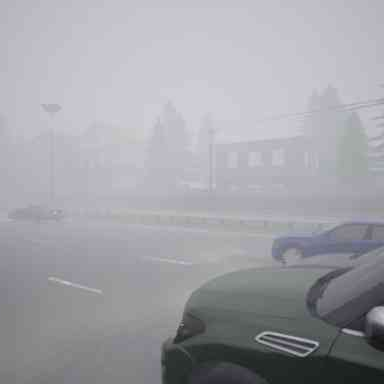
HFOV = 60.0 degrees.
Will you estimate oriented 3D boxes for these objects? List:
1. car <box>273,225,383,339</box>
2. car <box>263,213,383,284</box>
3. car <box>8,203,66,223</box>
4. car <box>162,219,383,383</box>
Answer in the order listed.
[{"bbox_3d":[4.006,1.504,5.432,4.892,1.490,1.837,0,0,36],"label":"car"},{"bbox_3d":[4.708,1.478,9.233,5.008,1.535,1.882,0,0,36],"label":"car"},{"bbox_3d":[-11.869,1.558,25.363,5.357,1.411,2.033,0,0,36],"label":"car"},{"bbox_3d":[2.369,1.221,2.302,5.566,2.045,2.150,0,0,36],"label":"car"}]
